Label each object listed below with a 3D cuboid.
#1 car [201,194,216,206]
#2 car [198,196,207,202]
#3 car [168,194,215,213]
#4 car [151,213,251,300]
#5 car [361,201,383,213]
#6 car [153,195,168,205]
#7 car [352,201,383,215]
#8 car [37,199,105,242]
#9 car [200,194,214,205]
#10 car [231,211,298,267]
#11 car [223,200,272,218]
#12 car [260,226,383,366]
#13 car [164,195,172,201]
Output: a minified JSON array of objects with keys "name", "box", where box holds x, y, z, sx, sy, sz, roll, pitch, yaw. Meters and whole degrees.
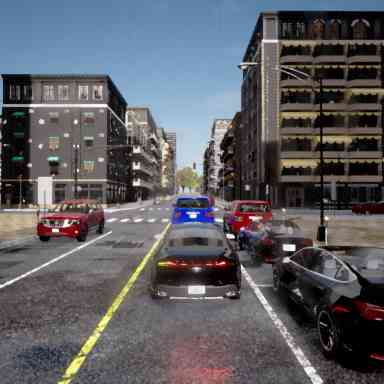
[{"name":"car","box":[2.659,1.339,54.745,2.192,1.841,5.009,1,0,0]},{"name":"car","box":[2.450,1.601,77.529,1.947,1.339,4.313,1,0,0]},{"name":"car","box":[0.042,1.229,18.304,2.150,2.045,5.566,0,0,0]},{"name":"car","box":[0.075,1.508,8.388,1.837,1.490,4.892,0,0,0]},{"name":"car","box":[22.669,1.743,39.488,4.313,1.339,1.947,0,-1,0]},{"name":"car","box":[-5.996,1.578,60.352,2.008,1.369,4.403,1,0,0]},{"name":"car","box":[17.182,1.581,31.079,4.206,1.307,1.802,0,-1,0]},{"name":"car","box":[-5.798,1.322,16.636,2.192,1.841,5.009,1,0,0]},{"name":"car","box":[2.632,1.342,60.445,2.192,1.841,5.009,1,0,0]},{"name":"car","box":[2.669,1.570,11.234,1.947,1.339,4.313,1,0,0]},{"name":"car","box":[2.729,1.322,16.670,2.192,1.841,5.009,1,0,0]},{"name":"car","box":[2.687,1.568,5.795,1.947,1.339,4.313,1,0,0]},{"name":"car","box":[-5.948,1.564,82.966,1.752,1.417,4.829,1,0,0]}]
